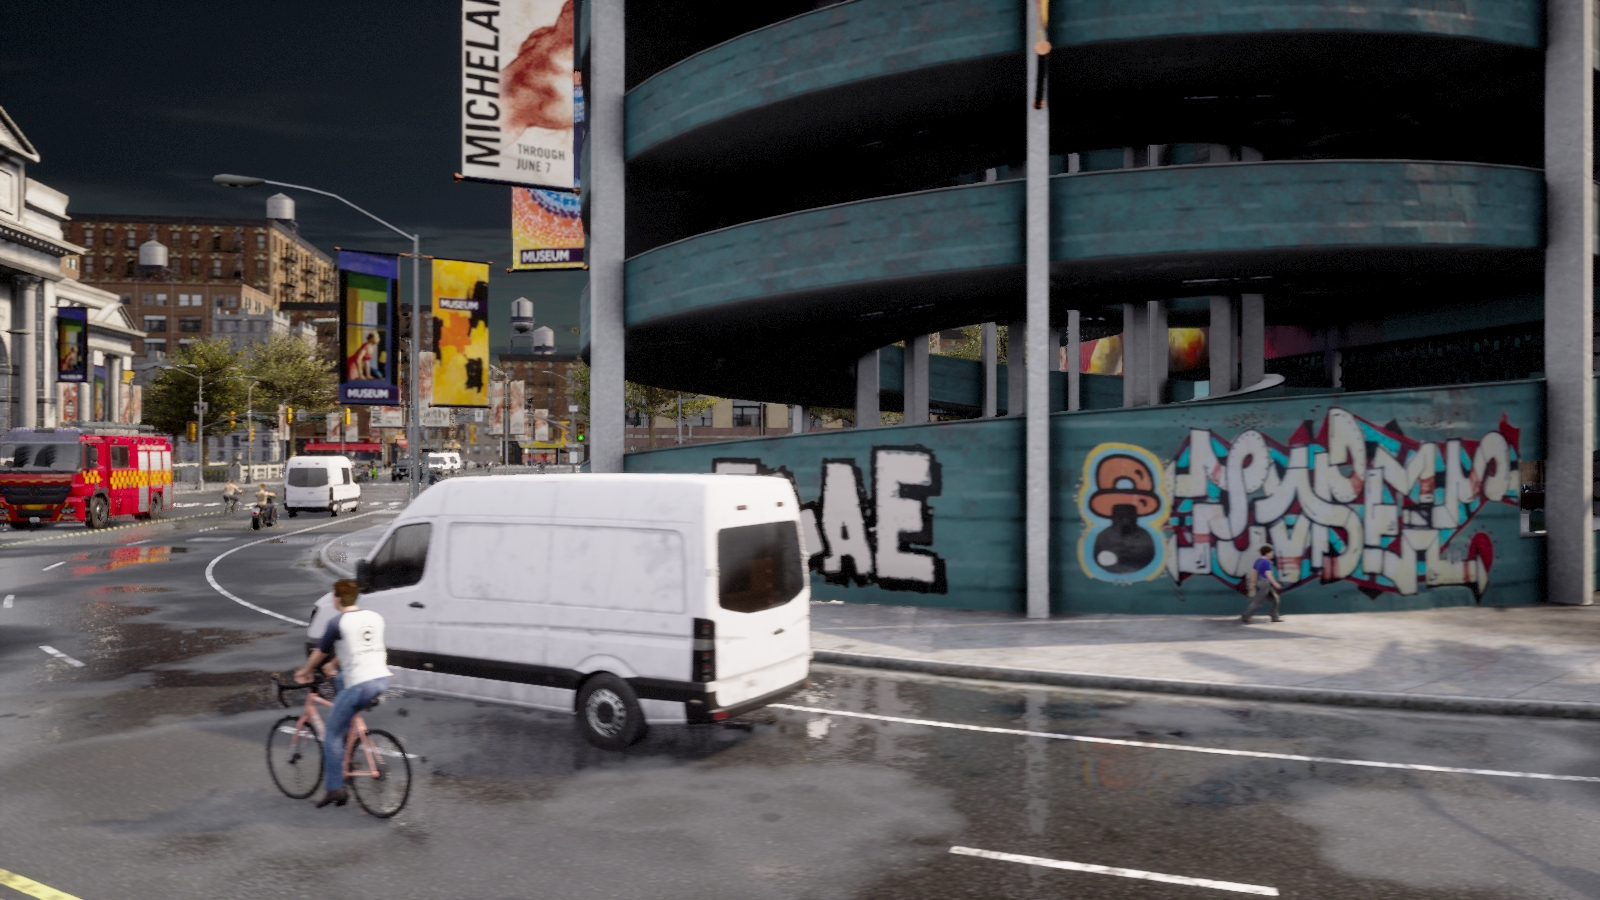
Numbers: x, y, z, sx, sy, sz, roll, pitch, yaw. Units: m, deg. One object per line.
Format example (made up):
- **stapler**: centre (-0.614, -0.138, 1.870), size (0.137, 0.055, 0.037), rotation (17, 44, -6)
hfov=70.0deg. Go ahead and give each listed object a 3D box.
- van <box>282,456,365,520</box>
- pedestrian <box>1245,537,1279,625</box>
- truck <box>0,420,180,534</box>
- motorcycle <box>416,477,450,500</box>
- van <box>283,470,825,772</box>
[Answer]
- **van**: centre (-20.681, 1.557, 49.836), size (1.988, 2.561, 5.915), rotation (0, 0, -9)
- **pedestrian**: centre (7.051, 1.986, 17.450), size (0.375, 1.300, 0.375), rotation (0, 0, 1)
- **truck**: centre (-26.420, 0.907, 42.860), size (2.891, 3.827, 8.468), rotation (0, 0, -9)
- **motorcycle**: centre (-21.097, 2.212, 65.748), size (0.856, 1.236, 1.805), rotation (3, 1, 21)
- **van**: centre (-2.806, 1.540, 12.358), size (5.915, 2.561, 1.988), rotation (0, 0, 30)
